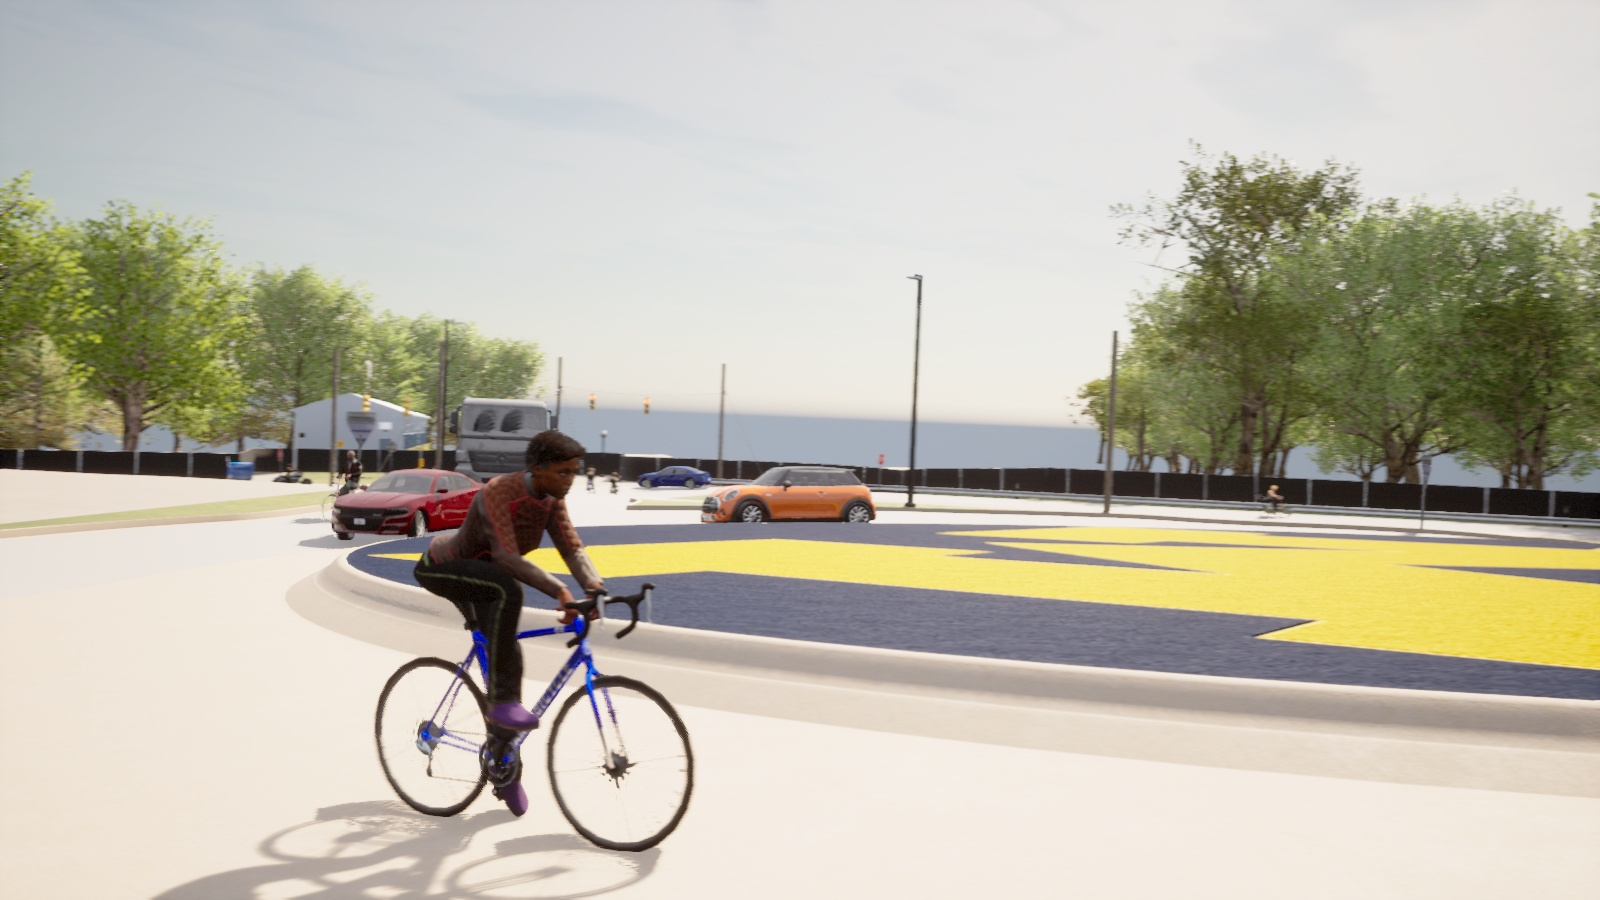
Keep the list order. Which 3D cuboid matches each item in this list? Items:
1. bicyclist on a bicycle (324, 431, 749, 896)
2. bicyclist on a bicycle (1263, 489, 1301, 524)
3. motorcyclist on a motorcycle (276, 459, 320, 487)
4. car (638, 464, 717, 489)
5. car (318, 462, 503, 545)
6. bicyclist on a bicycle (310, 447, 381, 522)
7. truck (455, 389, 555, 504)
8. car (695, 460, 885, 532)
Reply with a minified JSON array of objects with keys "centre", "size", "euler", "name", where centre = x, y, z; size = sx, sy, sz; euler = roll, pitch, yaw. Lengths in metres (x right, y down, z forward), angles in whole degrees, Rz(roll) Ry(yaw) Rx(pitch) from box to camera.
[{"centre":[-1.077,0.742,5.032],"size":[1.656,1.620,0.582],"euler":[1,0,28],"name":"bicyclist on a bicycle"},{"centre":[23.720,2.756,61.831],"size":[1.509,1.612,0.866],"euler":[2,1,38],"name":"bicyclist on a bicycle"},{"centre":[-30.854,1.419,77.245],"size":[2.350,1.649,0.766],"euler":[3,1,-33],"name":"motorcyclist on a motorcycle"},{"centre":[-8.259,1.797,84.697],"size":[5.008,1.535,1.882],"euler":[0,2,13],"name":"car"},{"centre":[-8.659,1.129,28.484],"size":[1.882,1.535,5.008],"euler":[2,1,10],"name":"car"},{"centre":[-11.275,0.828,31.232],"size":[0.659,1.776,1.843],"euler":[3,1,15],"name":"bicyclist on a bicycle"},{"centre":[-10.011,-0.020,43.302],"size":[2.891,3.462,7.936],"euler":[3,-2,-11],"name":"truck"},{"centre":[-0.262,1.234,33.325],"size":[4.553,1.767,2.097],"euler":[2,-2,-22],"name":"car"}]
